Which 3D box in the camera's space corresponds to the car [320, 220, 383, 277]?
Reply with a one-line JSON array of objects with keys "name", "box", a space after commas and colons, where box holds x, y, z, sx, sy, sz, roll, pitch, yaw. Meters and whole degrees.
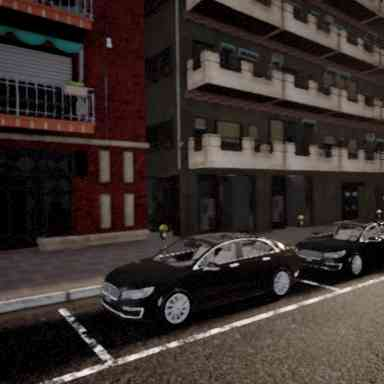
[{"name": "car", "box": [4.873, 1.545, 10.049, 4.403, 1.369, 2.008, 0, -1, -35]}]

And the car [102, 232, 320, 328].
[{"name": "car", "box": [0.377, 1.549, 6.843, 4.403, 1.369, 2.008, 0, -1, -35]}]
